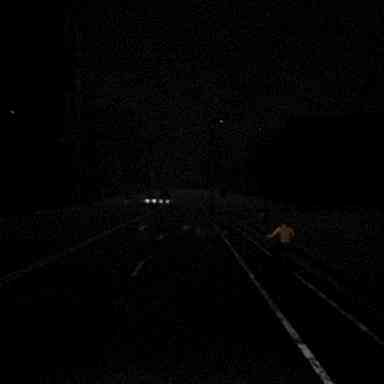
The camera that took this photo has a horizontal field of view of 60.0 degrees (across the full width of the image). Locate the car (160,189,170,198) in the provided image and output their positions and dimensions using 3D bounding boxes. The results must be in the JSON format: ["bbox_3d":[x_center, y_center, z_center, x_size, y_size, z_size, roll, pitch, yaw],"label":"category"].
[{"bbox_3d":[-6.457,0.406,80.900,2.150,2.045,5.566,0,1,0],"label":"car"}]

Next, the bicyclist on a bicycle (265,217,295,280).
[{"bbox_3d":[2.485,1.485,9.171,0.866,1.612,1.509,0,0,0],"label":"bicyclist on a bicycle"}]

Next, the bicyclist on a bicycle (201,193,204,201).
[{"bbox_3d":[2.290,1.154,72.990,0.582,1.620,1.656,0,1,0],"label":"bicyclist on a bicycle"}]

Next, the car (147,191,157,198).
[{"bbox_3d":[-9.707,0.535,80.964,2.097,1.767,4.553,0,1,0],"label":"car"}]

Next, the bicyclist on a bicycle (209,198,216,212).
[{"bbox_3d":[2.288,1.481,37.841,0.866,1.612,1.509,2,-2,0],"label":"bicyclist on a bicycle"}]
